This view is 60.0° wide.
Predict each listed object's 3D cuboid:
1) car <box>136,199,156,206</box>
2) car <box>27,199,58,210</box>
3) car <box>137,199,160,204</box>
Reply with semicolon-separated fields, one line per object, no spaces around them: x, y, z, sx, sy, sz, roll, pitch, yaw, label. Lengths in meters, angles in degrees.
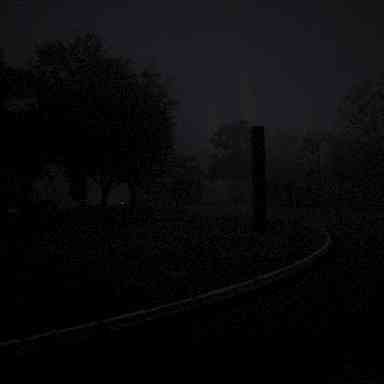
-12.169;2.797;87.851;4.792;1.488;2.163;-2;-2;-15;car
-22.836;1.915;49.968;4.892;1.490;1.837;-2;0;-14;car
-10.078;2.322;79.875;4.892;1.521;2.231;-2;-3;-15;car
